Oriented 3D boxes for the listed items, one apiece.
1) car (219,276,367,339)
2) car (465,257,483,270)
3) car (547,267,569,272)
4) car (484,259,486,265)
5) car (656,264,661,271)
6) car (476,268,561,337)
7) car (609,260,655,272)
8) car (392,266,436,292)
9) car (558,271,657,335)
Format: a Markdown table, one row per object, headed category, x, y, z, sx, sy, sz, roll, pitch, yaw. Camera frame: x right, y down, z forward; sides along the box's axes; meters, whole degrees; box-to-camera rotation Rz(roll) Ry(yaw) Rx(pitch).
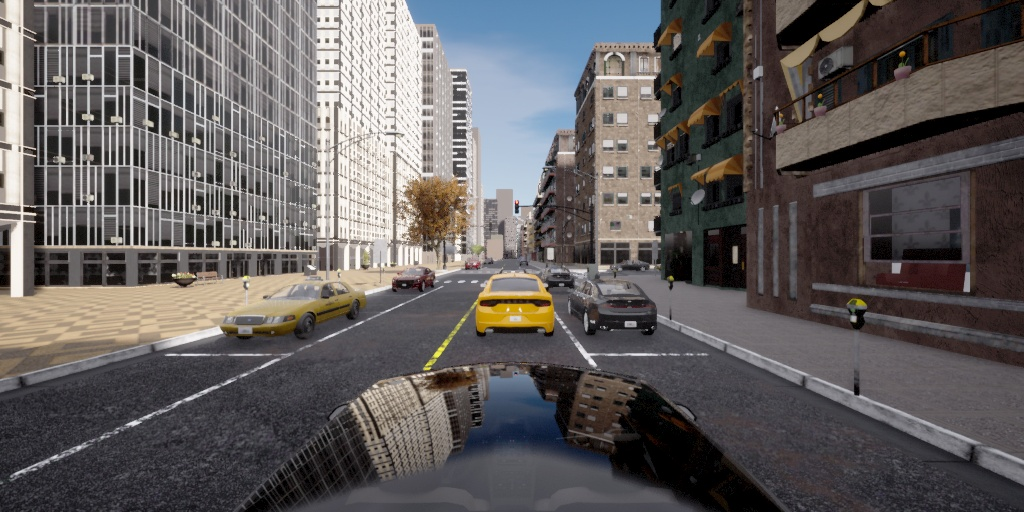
| category | x | y | z | sx | sy | sz | roll | pitch | yaw |
| --- | --- | --- | --- | --- | --- | --- | --- | --- | --- |
| car | -5.710 | 1.276 | 10.079 | 1.751 | 1.417 | 4.829 | 0 | 0 | 0 |
| car | -5.810 | 1.099 | 53.702 | 2.192 | 1.841 | 5.009 | 0 | 0 | 0 |
| car | 2.644 | 1.305 | 21.333 | 2.007 | 1.370 | 4.403 | 0 | 0 | 0 |
| car | -5.823 | 1.357 | 59.225 | 1.948 | 1.339 | 4.313 | 0 | 0 | 0 |
| car | 18.743 | 1.006 | 40.841 | 4.829 | 1.417 | 1.751 | 0 | 0 | -1 |
| car | 0.069 | 1.228 | 10.360 | 1.882 | 1.535 | 5.008 | 0 | 0 | 0 |
| car | 13.346 | 1.109 | 40.774 | 4.403 | 1.370 | 2.007 | 0 | 0 | -1 |
| car | -5.736 | 1.300 | 21.314 | 1.888 | 1.381 | 4.507 | 0 | 0 | 0 |
| car | 2.669 | 1.301 | 10.268 | 2.007 | 1.370 | 4.403 | 0 | 0 | 0 |
